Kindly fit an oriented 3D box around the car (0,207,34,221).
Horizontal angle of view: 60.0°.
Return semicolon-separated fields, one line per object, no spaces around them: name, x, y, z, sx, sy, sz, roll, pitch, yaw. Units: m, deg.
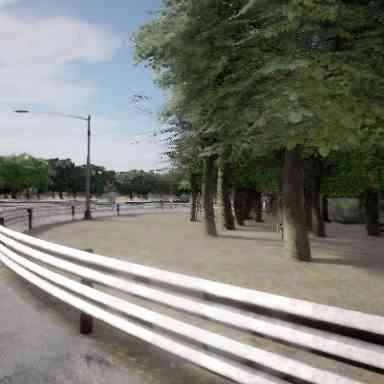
car;-15.748;2.016;29.377;1.895;1.301;4.718;1;-1;-3
